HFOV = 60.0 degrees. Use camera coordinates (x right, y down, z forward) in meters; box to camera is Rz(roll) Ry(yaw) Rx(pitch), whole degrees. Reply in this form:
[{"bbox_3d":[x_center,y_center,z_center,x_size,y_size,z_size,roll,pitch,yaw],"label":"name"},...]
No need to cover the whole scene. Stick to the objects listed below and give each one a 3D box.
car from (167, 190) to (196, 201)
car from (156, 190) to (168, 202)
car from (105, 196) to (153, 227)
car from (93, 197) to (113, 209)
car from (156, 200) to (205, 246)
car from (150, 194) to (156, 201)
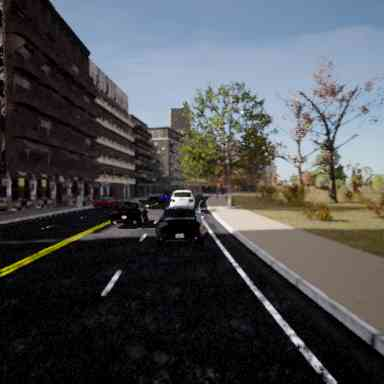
[{"bbox_3d":[-0.812,0.856,31.667,2.150,2.045,5.566,-1,1,1],"label":"car"},{"bbox_3d":[-3.574,0.702,50.518,2.150,2.045,5.566,-1,1,3],"label":"car"},{"bbox_3d":[-3.938,1.284,21.570,1.882,1.535,5.008,-1,1,-1],"label":"car"},{"bbox_3d":[-10.559,1.326,40.711,1.895,1.301,4.718,-1,1,2],"label":"car"},{"bbox_3d":[-0.488,1.328,14.399,1.837,1.490,4.892,-1,0,-1],"label":"car"},{"bbox_3d":[-6.561,1.036,57.659,1.994,1.385,4.181,-1,0,-1],"label":"car"}]
